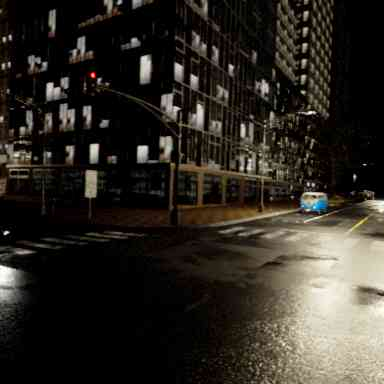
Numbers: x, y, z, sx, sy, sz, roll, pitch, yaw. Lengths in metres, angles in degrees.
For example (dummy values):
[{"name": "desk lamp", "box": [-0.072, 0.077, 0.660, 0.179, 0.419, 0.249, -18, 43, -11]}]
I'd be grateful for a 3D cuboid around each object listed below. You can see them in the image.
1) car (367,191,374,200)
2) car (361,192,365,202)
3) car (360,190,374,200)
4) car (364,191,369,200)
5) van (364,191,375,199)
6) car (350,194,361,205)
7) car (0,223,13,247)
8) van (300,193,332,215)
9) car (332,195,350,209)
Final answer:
[{"name": "car", "box": [34.851, 0.917, 67.049, 2.008, 1.369, 4.403, 4, 2, 32]}, {"name": "car", "box": [25.729, 1.020, 52.678, 1.947, 1.339, 4.313, 4, 2, 32]}, {"name": "car", "box": [37.901, 0.652, 71.832, 2.192, 1.841, 5.009, 4, 2, 32]}, {"name": "car", "box": [28.770, 0.991, 57.468, 1.947, 1.339, 4.313, 4, 2, 32]}, {"name": "van", "box": [40.940, 0.649, 76.623, 1.690, 1.788, 3.998, 4, 2, 32]}, {"name": "car", "box": [22.688, 1.066, 47.888, 1.802, 1.307, 4.206, 4, 2, 32]}, {"name": "car", "box": [-8.346, 1.115, 11.302, 5.357, 1.411, 2.033, 2, 0, 33]}, {"name": "van", "box": [10.538, 0.942, 28.717, 1.690, 1.788, 3.998, 4, 2, 32]}, {"name": "car", "box": [16.519, 1.069, 38.161, 1.752, 1.417, 4.829, 4, 2, 32]}]
